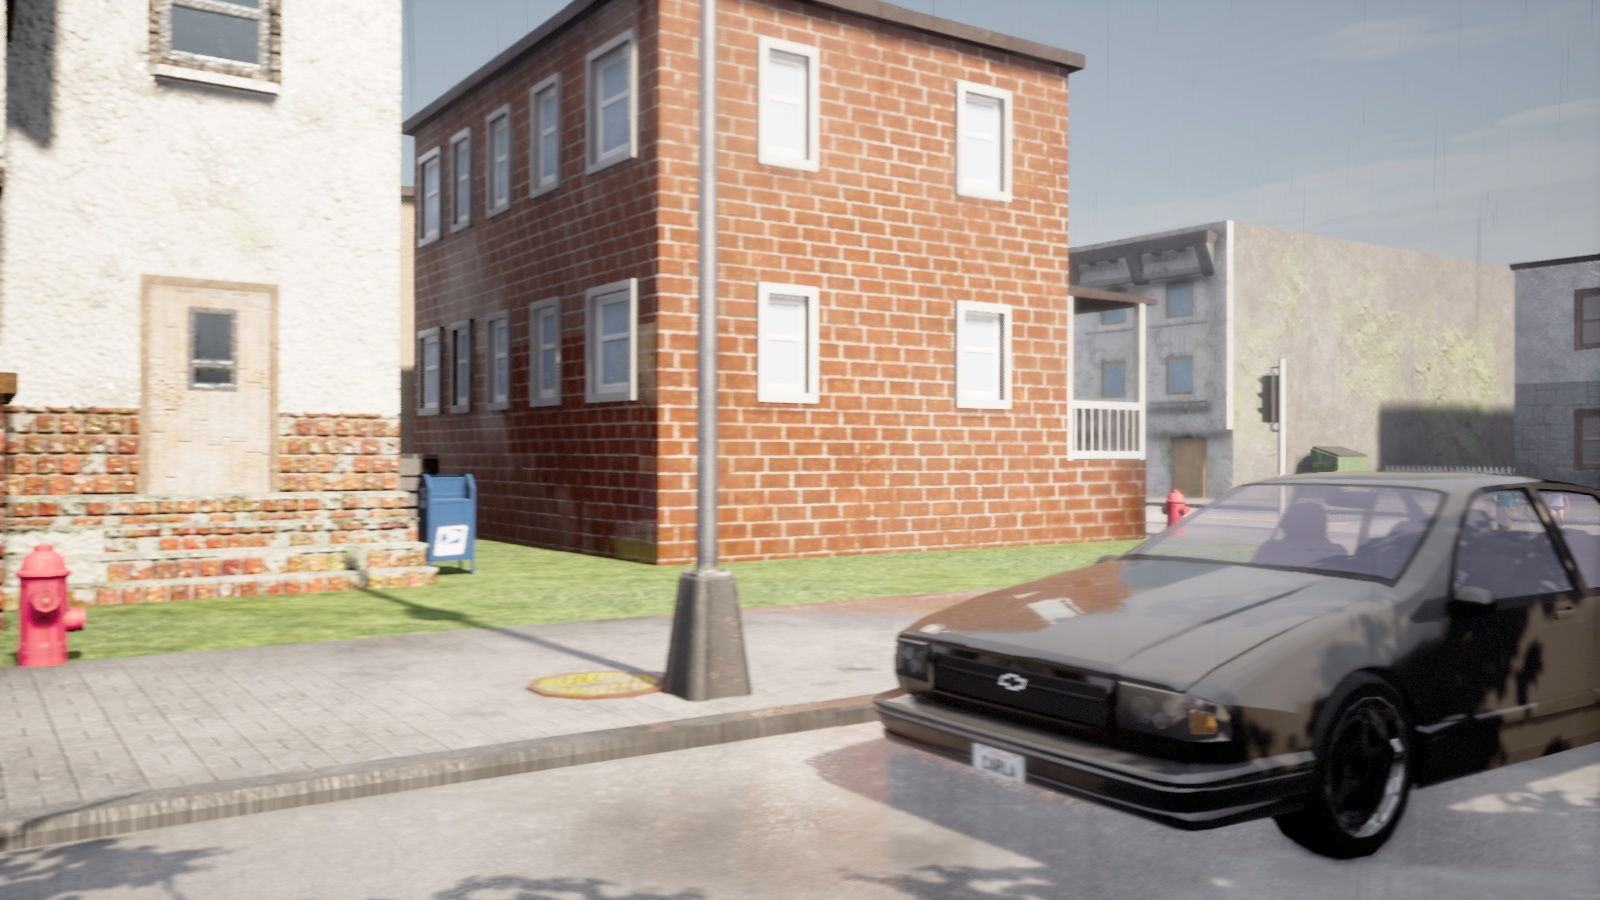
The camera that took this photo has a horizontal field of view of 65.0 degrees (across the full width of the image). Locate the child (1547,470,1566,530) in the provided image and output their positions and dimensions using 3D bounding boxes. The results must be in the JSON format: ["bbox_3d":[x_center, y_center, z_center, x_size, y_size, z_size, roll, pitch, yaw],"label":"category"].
[{"bbox_3d":[14.214,0.936,23.599,0.255,1.110,0.394,0,0,38],"label":"child"}]

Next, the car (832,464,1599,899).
[{"bbox_3d":[2.935,0.800,6.254,5.357,1.411,2.033,0,0,-34],"label":"car"}]
